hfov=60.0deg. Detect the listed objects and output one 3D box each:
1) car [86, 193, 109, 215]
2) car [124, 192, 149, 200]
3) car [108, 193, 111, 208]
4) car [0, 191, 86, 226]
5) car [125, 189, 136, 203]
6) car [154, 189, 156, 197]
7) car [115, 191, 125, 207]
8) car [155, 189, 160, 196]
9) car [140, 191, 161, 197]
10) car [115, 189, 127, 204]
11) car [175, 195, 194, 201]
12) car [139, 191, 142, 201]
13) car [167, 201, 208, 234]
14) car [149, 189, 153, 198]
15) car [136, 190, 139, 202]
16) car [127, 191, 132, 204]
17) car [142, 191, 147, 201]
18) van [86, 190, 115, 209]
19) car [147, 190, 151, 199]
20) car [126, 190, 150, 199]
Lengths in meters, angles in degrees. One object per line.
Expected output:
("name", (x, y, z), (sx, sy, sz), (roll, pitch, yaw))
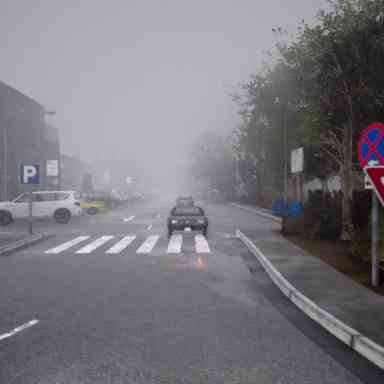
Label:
("car", (-9.847, 1.134, 27.126), (5.366, 1.575, 1.946), (-1, 0, -22))
("car", (-11.070, 0.764, 66.079), (4.674, 1.452, 2.002), (-1, 1, -22))
("car", (-10.114, 1.145, 30.062), (4.674, 1.452, 2.002), (-1, 0, -22))
("car", (-9.860, 0.958, 21.028), (5.566, 2.045, 2.435), (-1, 1, -22))
("car", (-10.494, 0.809, 45.077), (4.553, 1.767, 2.185), (-1, 1, -22))
("car", (-11.288, 0.675, 75.094), (4.792, 1.488, 2.163), (-1, 0, -22))
("car", (-10.273, 1.036, 36.061), (5.008, 1.535, 2.097), (-1, 1, -22))
("car", (-11.668, 0.553, 87.080), (4.892, 1.521, 2.231), (-1, 0, -22))
("car", (-11.674, 0.500, 93.148), (5.366, 1.575, 1.946), (-1, 0, -22))
("car", (-10.397, 0.877, 39.060), (4.553, 1.767, 2.185), (-1, 0, -22))
("car", (-0.788, 1.036, 36.895), (2.128, 1.511, 4.902), (0, 1, -2))
("car", (-10.658, 0.899, 51.091), (4.792, 1.488, 2.163), (-1, 0, -22))
("car", (-0.248, 1.370, 17.371), (1.895, 1.301, 4.718), (0, 1, -1))
("car", (-10.985, 0.500, 63.100), (5.566, 2.045, 2.435), (-1, 0, -22))
("car", (-10.573, 0.776, 48.077), (4.553, 1.767, 2.185), (-1, 1, -21))
("car", (-10.446, 1.008, 42.070), (4.674, 1.452, 2.002), (-1, 0, -22))
("car", (-10.738, 0.587, 54.087), (5.566, 2.045, 2.435), (-1, 0, -21))
("van", (-10.306, 0.847, 33.011), (4.442, 1.987, 1.878), (-1, 1, -22))
("car", (-10.745, 0.774, 60.150), (5.366, 1.575, 1.946), (-1, 0, -21))
("car", (-11.185, 0.572, 69.072), (4.553, 1.767, 2.185), (-1, 0, -22))
